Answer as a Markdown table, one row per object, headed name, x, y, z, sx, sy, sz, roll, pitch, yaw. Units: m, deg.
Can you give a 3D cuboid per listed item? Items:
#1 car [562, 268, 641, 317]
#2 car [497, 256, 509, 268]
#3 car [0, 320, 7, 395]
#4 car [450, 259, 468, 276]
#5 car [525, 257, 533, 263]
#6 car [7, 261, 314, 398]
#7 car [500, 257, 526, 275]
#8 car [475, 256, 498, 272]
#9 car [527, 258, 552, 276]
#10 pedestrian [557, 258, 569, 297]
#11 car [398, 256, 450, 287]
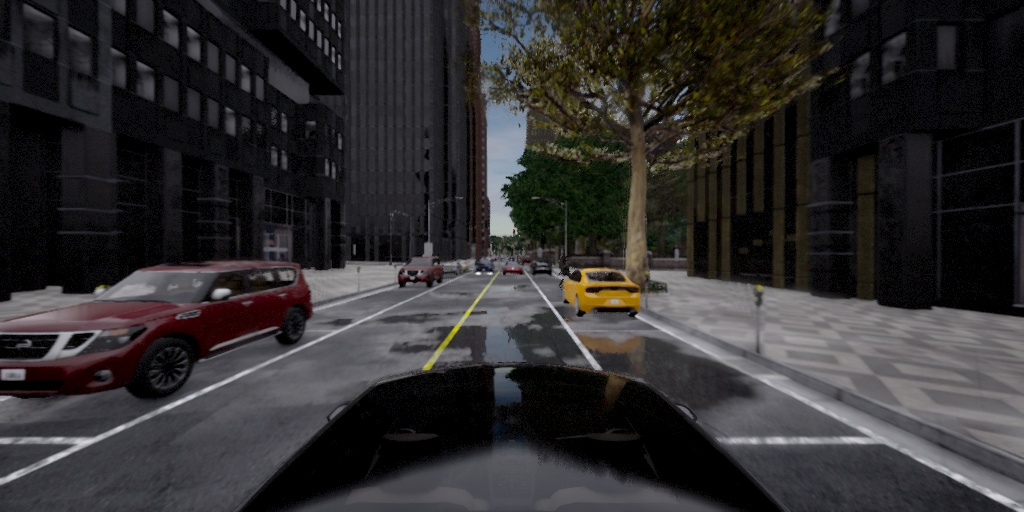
| name | x | y | z | sx | sy | sz | roll | pitch | yaw |
| --- | --- | --- | --- | --- | --- | --- | --- | --- | --- |
| car | 3.006 | 1.164 | 12.953 | 1.882 | 1.535 | 5.008 | 0 | 0 | 0 |
| car | -1.423 | 1.092 | 48.996 | 1.895 | 1.301 | 4.718 | 1 | 1 | -30 |
| car | -5.761 | 1.298 | 1.146 | 1.888 | 1.381 | 4.507 | 0 | 0 | 0 |
| car | -5.749 | 1.117 | 34.221 | 2.007 | 1.370 | 4.403 | 0 | 0 | 0 |
| car | 2.778 | 1.087 | 39.739 | 2.007 | 1.370 | 4.403 | 0 | 0 | 0 |
| car | -5.759 | 1.036 | 6.659 | 2.192 | 1.841 | 5.009 | 0 | 0 | 0 |
| car | 0.086 | 1.122 | 35.947 | 1.994 | 1.385 | 4.181 | 0 | 0 | 0 |
| car | -3.009 | 1.078 | 40.941 | 2.033 | 1.411 | 5.357 | 0 | 0 | 0 |
| car | 2.776 | 1.133 | 34.226 | 1.948 | 1.339 | 4.313 | 0 | 0 | 0 |
| pedestrian | 2.335 | 0.962 | 15.957 | 0.375 | 1.860 | 0.375 | 0 | 0 | 0 |
| car | -5.753 | 0.942 | 23.196 | 2.192 | 1.841 | 5.009 | 0 | 0 | 0 |
